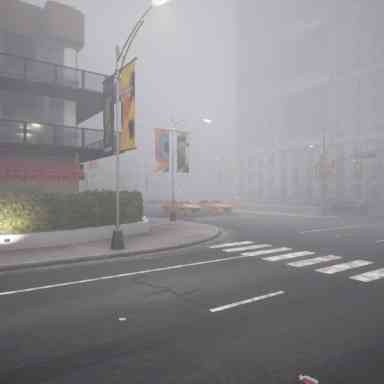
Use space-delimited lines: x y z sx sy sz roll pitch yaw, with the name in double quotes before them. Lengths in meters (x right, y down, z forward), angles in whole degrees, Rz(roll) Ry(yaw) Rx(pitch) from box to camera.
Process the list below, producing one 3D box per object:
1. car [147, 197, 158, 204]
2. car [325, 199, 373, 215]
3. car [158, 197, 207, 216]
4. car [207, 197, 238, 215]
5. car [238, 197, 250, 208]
"car" -6.163 1.601 59.267 4.718 1.301 1.895 0 0 42
"car" 16.112 1.504 34.734 1.837 1.490 4.892 -2 1 -40
"car" -1.062 1.478 32.648 1.882 1.535 5.008 0 0 -35
"car" 2.066 1.478 34.285 1.882 1.535 5.008 0 0 -35
"car" 6.258 1.478 48.604 1.882 1.535 5.008 0 0 -35
